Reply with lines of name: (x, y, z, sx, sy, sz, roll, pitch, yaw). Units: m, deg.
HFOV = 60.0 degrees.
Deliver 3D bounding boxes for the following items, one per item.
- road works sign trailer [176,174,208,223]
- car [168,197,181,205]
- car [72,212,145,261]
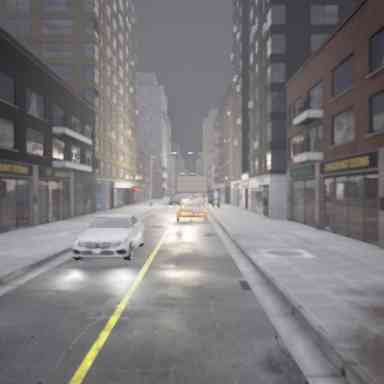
road works sign trailer: (0.000, 0.439, 24.957, 2.380, 3.560, 2.880, 0, 0, 0)
car: (-2.804, 1.492, 55.320, 1.994, 1.385, 4.181, 0, 0, 0)
car: (-2.850, 1.514, 12.307, 1.812, 1.442, 4.674, 0, 0, 0)
